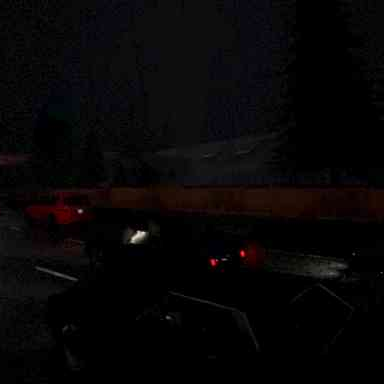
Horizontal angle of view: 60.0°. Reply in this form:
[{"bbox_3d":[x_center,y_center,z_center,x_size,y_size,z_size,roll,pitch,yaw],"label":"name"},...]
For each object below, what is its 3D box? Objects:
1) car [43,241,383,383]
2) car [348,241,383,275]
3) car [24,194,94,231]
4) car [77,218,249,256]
[{"bbox_3d":[0.302,1.594,3.881,4.718,1.301,1.895,0,0,37],"label":"car"},{"bbox_3d":[6.716,1.570,7.831,5.357,1.411,2.033,0,0,36],"label":"car"},{"bbox_3d":[-8.064,1.122,20.003,5.566,2.045,2.150,1,0,43],"label":"car"},{"bbox_3d":[-0.939,1.572,9.239,4.718,1.301,1.895,0,0,38],"label":"car"}]
